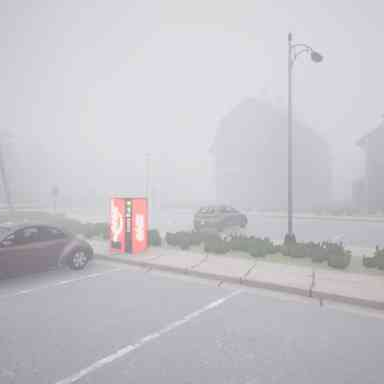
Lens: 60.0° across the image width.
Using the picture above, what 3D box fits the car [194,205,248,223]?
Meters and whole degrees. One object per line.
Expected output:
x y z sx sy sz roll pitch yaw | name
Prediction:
1.793 1.506 20.096 1.816 1.474 4.193 0 0 36 | car

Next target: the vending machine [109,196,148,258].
-2.267 1.195 11.933 0.880 2.100 1.100 0 0 35 | vending machine

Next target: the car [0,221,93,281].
-4.678 1.521 8.913 1.784 1.438 3.905 0 0 36 | car
